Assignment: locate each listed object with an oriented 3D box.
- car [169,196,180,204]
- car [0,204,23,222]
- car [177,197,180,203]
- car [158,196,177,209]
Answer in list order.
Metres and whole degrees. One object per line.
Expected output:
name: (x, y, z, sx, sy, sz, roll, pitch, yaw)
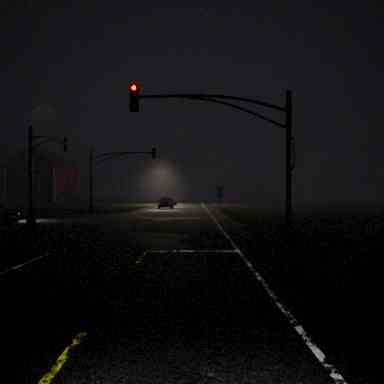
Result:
car: (-3.429, 1.537, 65.017, 1.895, 1.301, 4.718, 0, 0, 1)
car: (-14.931, 1.437, 24.742, 4.181, 1.385, 1.994, 0, 0, -4)
car: (-3.484, 1.478, 55.089, 1.812, 1.442, 4.674, 0, 0, 1)
car: (-3.511, 1.444, 45.226, 1.882, 1.535, 5.008, 0, 0, 0)
